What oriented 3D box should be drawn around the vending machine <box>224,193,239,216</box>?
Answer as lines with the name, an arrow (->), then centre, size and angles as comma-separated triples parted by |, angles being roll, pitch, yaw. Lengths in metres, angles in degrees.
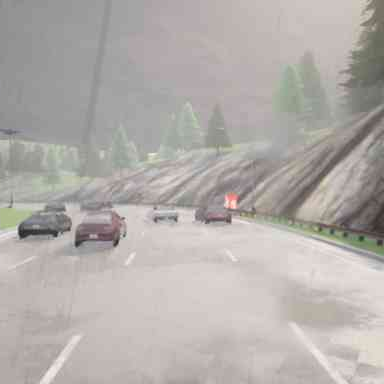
vending machine -> 3.799, 1.184, 32.043 | 1.100, 2.100, 0.880 | -1, 0, -17

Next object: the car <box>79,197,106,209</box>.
car -> -12.736, 1.690, 41.510 | 2.128, 1.511, 4.902 | 0, 0, -30

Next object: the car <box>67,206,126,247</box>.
car -> -4.121, 1.592, 15.440 | 1.812, 1.442, 4.674 | 0, 0, -6

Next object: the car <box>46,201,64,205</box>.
car -> -17.893, 1.827, 43.234 | 1.994, 1.385, 4.181 | 0, 0, -34

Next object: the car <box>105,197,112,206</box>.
car -> -13.844, 1.574, 50.234 | 2.097, 1.767, 4.553 | -1, 0, -36

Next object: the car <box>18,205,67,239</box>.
car -> -8.005, 1.681, 18.491 | 1.994, 1.385, 4.181 | -1, 0, -8

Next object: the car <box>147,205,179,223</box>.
car -> -2.423, 1.659, 26.616 | 1.895, 1.301, 4.718 | -1, 0, -15

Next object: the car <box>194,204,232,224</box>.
car -> 1.493, 1.573, 24.818 | 1.994, 1.385, 4.181 | -1, 0, -12
